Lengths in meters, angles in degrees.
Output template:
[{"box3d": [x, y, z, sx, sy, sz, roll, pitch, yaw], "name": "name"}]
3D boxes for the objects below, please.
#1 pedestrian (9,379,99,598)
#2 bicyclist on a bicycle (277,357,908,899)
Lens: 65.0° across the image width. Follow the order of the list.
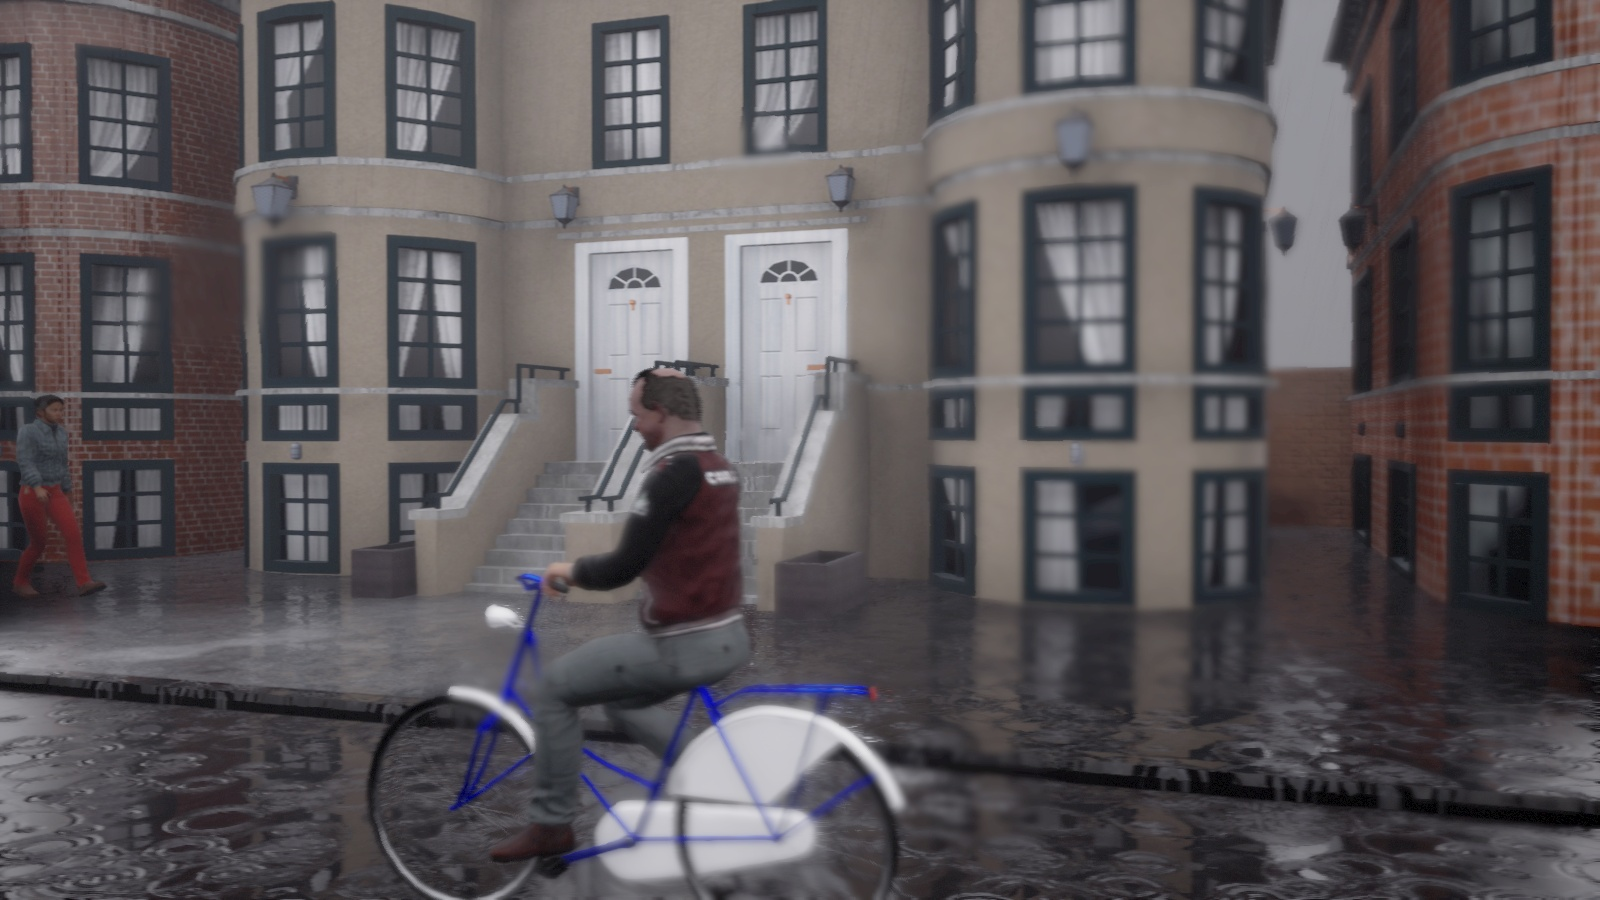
[{"box3d": [-6.447, 0.320, 10.860, 0.614, 1.847, 0.353, 1, 1, 20], "name": "pedestrian"}, {"box3d": [-0.649, 0.628, 3.918, 1.843, 1.776, 0.659, 1, 1, 19], "name": "bicyclist on a bicycle"}]
